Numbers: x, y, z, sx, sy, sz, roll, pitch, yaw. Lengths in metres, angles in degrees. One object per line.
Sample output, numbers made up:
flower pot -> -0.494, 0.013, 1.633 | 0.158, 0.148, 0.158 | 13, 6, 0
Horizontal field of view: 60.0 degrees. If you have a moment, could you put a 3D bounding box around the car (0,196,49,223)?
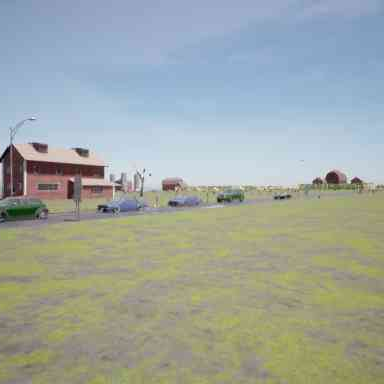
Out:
car -> -12.839, 1.139, 23.941 | 2.097, 1.767, 4.553 | 1, 1, 36

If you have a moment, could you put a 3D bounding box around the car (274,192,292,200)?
car -> 16.271, 0.729, 59.204 | 1.895, 1.301, 4.718 | 1, 1, 36

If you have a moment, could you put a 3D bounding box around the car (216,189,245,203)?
car -> 5.839, 0.536, 49.701 | 2.150, 2.045, 5.566 | 1, 1, 36

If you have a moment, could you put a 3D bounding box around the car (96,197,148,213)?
car -> -6.656, 1.182, 32.505 | 2.033, 1.411, 5.357 | 1, 1, 36

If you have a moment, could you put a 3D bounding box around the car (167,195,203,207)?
car -> -0.721, 1.030, 40.715 | 2.033, 1.411, 5.357 | 1, 1, 35
